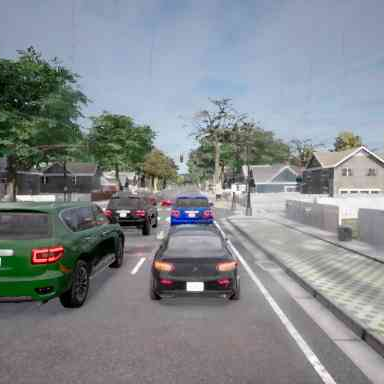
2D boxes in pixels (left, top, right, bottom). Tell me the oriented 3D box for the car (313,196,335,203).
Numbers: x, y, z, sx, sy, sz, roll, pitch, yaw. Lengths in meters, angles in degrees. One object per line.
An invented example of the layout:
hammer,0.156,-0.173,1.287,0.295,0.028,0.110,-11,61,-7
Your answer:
car,13.296,1.198,34.409,4.902,1.511,2.128,0,1,-2

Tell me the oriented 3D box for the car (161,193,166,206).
car,-3.125,1.230,47.056,1.994,1.385,4.181,0,1,0

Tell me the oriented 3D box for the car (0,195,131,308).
car,-3.184,1.209,8.039,2.150,2.045,5.566,0,0,1

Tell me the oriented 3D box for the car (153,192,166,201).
car,-6.492,0.859,66.385,2.128,1.511,4.902,0,1,1

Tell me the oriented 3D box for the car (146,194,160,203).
car,-6.551,1.122,56.264,1.994,1.385,4.181,0,1,1

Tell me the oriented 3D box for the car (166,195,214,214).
car,0.031,1.159,18.264,2.150,2.045,5.566,0,0,1

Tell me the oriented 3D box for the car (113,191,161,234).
car,-3.217,1.158,18.390,2.150,2.045,5.566,0,0,1

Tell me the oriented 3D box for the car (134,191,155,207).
car,-6.572,0.890,46.856,2.150,2.045,5.566,0,1,0

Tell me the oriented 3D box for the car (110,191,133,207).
car,-9.822,0.889,46.910,2.150,2.045,5.566,0,1,0

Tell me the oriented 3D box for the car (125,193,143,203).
car,-9.804,1.044,56.590,2.128,1.511,4.902,0,1,0

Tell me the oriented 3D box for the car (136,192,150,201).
car,-9.731,0.855,66.564,2.128,1.511,4.902,0,1,1

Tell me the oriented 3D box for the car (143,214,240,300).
car,0.070,1.513,8.230,1.812,1.442,4.674,0,0,0
